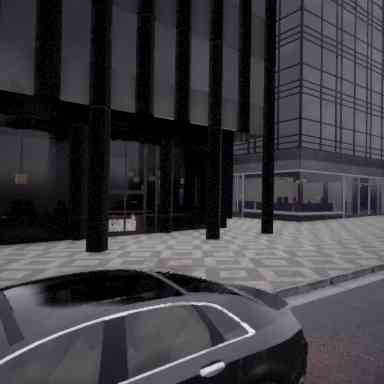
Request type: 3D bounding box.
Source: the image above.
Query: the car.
[{"bbox_3d":[-1.104,1.507,2.590,4.892,1.490,1.837,1,0,-36],"label":"car"}]
